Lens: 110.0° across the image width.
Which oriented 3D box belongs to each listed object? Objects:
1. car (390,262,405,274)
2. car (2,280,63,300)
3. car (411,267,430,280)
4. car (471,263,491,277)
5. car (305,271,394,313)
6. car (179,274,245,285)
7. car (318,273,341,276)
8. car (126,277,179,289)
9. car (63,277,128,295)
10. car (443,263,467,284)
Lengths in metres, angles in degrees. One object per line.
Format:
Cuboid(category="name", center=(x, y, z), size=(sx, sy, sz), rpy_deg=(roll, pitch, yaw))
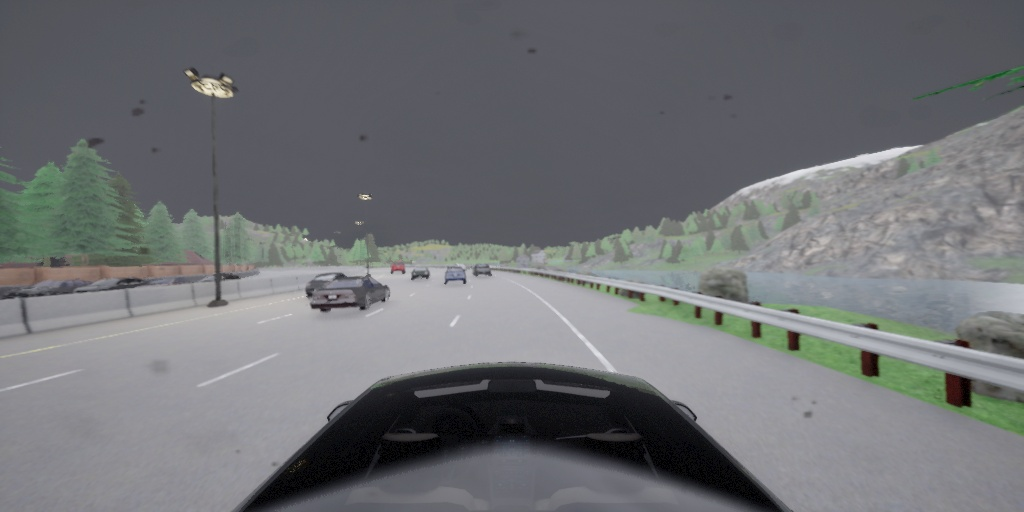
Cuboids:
Cuboid(category="car", center=(-19.613, 1.984, 61.466), size=(2.150, 2.045, 5.566), rpy_deg=(-1, -1, -21))
Cuboid(category="car", center=(-32.907, 2.428, 26.164), size=(2.033, 1.411, 5.357), rpy_deg=(-2, 0, -8))
Cuboid(category="car", center=(-10.094, 1.919, 39.822), size=(1.895, 1.301, 4.718), rpy_deg=(-2, 0, -12))
Cuboid(category="car", center=(-3.634, 1.617, 42.279), size=(2.128, 1.511, 4.902), rpy_deg=(-2, 0, -12))
Cuboid(category="car", center=(-6.991, 1.615, 16.056), size=(2.033, 1.411, 5.357), rpy_deg=(-2, 0, -5))
Cuboid(category="car", center=(-22.510, 2.184, 27.614), size=(1.837, 1.490, 4.892), rpy_deg=(-2, 0, -8))
Cuboid(category="car", center=(-11.222, 1.770, 22.503), size=(1.812, 1.442, 4.674), rpy_deg=(-1, 0, -6))
Cuboid(category="car", center=(-25.973, 2.344, 27.130), size=(1.994, 1.385, 4.181), rpy_deg=(-2, 0, -8))
Cuboid(category="car", center=(-29.441, 2.361, 26.647), size=(1.837, 1.490, 4.892), rpy_deg=(-2, 0, -8))
Cuboid(category="car", center=(-5.015, 1.649, 31.467), size=(2.033, 1.411, 5.357), rpy_deg=(-2, 0, -10))
